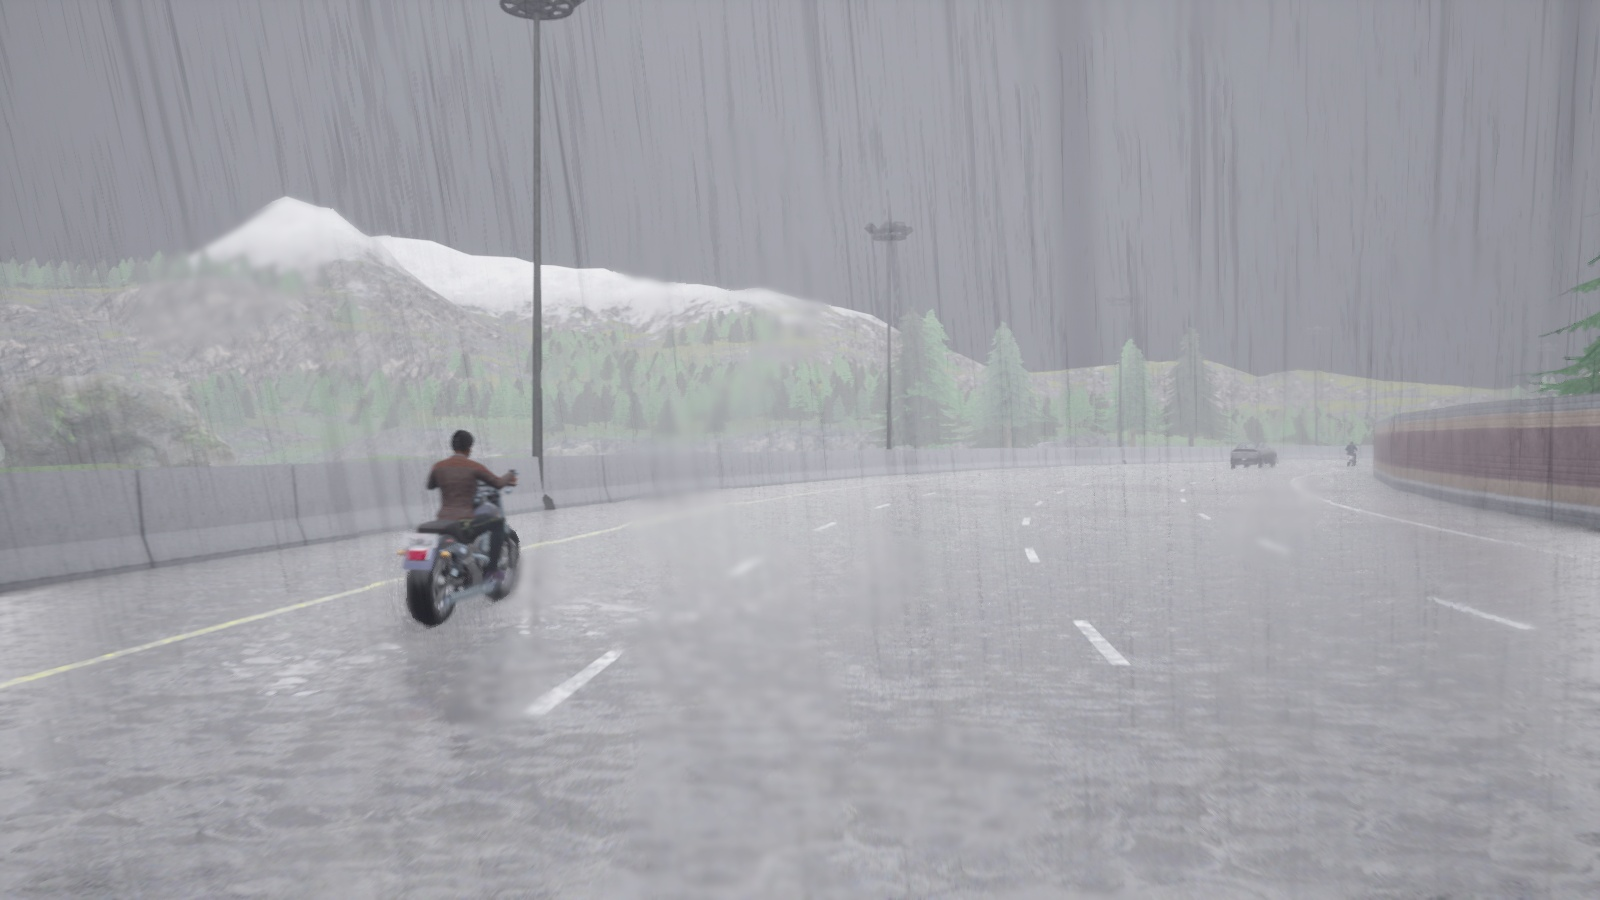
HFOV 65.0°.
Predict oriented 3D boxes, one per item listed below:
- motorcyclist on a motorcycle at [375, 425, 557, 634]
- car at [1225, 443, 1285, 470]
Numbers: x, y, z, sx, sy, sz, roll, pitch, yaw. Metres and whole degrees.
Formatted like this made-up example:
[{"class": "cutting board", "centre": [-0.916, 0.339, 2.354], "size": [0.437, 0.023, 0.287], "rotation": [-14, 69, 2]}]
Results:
[{"class": "motorcyclist on a motorcycle", "centre": [-2.889, 0.630, 11.165], "size": [0.766, 1.649, 2.350], "rotation": [1, 0, 6]}, {"class": "car", "centre": [26.367, 0.325, 72.647], "size": [2.128, 1.511, 4.902], "rotation": [0, 0, 34]}]
